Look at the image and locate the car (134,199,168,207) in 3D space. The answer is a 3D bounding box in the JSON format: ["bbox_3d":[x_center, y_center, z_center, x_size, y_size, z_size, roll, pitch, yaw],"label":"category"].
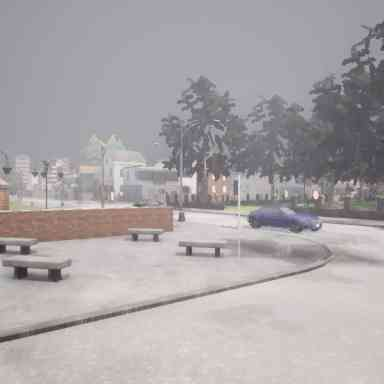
[{"bbox_3d":[-3.963,1.478,32.503,1.882,1.535,5.008,0,0,-35],"label":"car"}]

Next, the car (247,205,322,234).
[{"bbox_3d":[5.290,1.526,19.557,1.812,1.442,4.674,0,0,-37],"label":"car"}]
